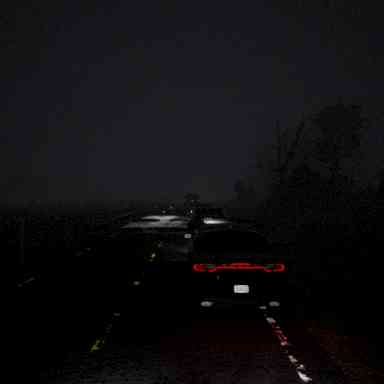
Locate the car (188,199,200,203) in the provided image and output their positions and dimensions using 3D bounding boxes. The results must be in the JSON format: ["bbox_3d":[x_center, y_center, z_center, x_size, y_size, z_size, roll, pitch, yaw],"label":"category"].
[{"bbox_3d":[0.847,1.511,24.068,1.837,1.490,4.892,0,0,0],"label":"car"}]

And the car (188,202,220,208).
[{"bbox_3d":[0.841,1.508,18.068,1.837,1.490,4.892,0,0,0],"label":"car"}]

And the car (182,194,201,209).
[{"bbox_3d":[0.078,1.251,45.961,2.150,2.045,5.566,0,0,1],"label":"car"}]

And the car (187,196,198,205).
[{"bbox_3d":[0.054,1.534,60.575,1.882,1.535,5.008,0,0,0],"label":"car"}]

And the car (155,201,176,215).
[{"bbox_3d":[-2.719,1.614,34.223,1.895,1.301,4.718,0,0,0],"label":"car"}]

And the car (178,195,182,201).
[{"bbox_3d":[-2.669,1.490,92.420,2.097,1.767,4.553,0,0,0],"label":"car"}]

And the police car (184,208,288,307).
[{"bbox_3d":[0.833,1.426,8.178,1.930,1.638,5.238,0,0,0],"label":"police car"}]
